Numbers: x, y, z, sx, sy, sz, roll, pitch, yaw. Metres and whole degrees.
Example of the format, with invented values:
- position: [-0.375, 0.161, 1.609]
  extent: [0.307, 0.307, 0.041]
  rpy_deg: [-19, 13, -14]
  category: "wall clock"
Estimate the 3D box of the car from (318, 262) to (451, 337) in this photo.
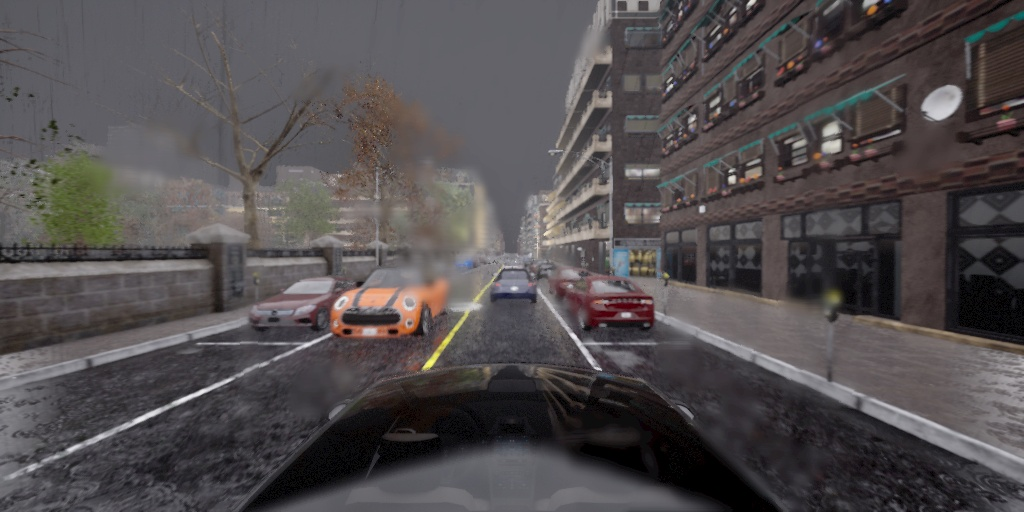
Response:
- position: [-3.101, 1.050, 10.058]
  extent: [2.097, 1.767, 4.553]
  rpy_deg: [0, 0, 0]
  category: "car"

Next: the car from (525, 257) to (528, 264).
- position: [2.690, 1.095, 38.345]
  extent: [1.948, 1.339, 4.313]
  rpy_deg: [0, 0, 0]
  category: "car"

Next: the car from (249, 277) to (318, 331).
- position: [-5.691, 1.276, 10.669]
  extent: [1.802, 1.307, 4.207]
  rpy_deg: [0, 0, 0]
  category: "car"

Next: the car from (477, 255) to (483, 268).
- position: [-5.691, 0.779, 49.414]
  extent: [2.192, 1.841, 5.009]
  rpy_deg: [0, 0, 0]
  category: "car"

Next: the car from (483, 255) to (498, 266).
- position: [-3.001, 0.572, 50.624]
  extent: [1.837, 1.490, 4.892]
  rpy_deg: [0, 0, 0]
  category: "car"

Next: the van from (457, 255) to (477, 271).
- position: [-5.691, 0.837, 43.878]
  extent: [1.690, 1.789, 3.998]
  rpy_deg: [0, 0, 0]
  category: "van"

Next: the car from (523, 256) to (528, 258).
- position: [2.690, 0.999, 54.950]
  extent: [1.948, 1.339, 4.313]
  rpy_deg: [0, 0, 0]
  category: "car"

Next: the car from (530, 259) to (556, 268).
- position: [2.690, 1.160, 27.275]
  extent: [1.948, 1.339, 4.313]
  rpy_deg: [0, 0, 0]
  category: "car"

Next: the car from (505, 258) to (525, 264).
- position: [0.097, 1.144, 36.079]
  extent: [1.895, 1.301, 4.718]
  rpy_deg: [0, 0, 1]
  category: "car"

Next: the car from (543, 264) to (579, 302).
- position: [2.690, 1.206, 16.204]
  extent: [1.888, 1.381, 4.507]
  rpy_deg: [0, 0, 0]
  category: "car"

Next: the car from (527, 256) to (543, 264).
- position: [2.690, 1.002, 32.809]
  extent: [1.967, 1.591, 4.097]
  rpy_deg: [0, 0, 0]
  category: "car"

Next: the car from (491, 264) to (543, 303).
- position: [0.098, 1.226, 16.045]
  extent: [1.994, 1.385, 4.181]
  rpy_deg: [0, 0, 0]
  category: "car"

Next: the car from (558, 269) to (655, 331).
- position: [2.690, 1.240, 10.670]
  extent: [1.888, 1.381, 4.507]
  rpy_deg: [0, 0, 0]
  category: "car"
